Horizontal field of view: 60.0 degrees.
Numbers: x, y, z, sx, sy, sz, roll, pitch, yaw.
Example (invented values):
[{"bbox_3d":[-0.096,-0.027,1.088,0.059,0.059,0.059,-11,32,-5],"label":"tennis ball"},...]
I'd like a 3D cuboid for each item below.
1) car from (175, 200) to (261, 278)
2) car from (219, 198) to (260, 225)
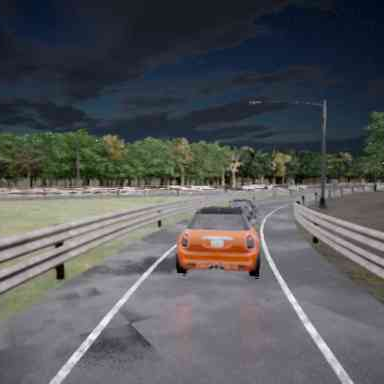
[{"bbox_3d":[0.883,1.208,9.995,2.097,1.767,4.553,0,1,8],"label":"car"},{"bbox_3d":[3.421,1.227,23.035,2.033,1.411,5.357,1,1,16],"label":"car"}]
